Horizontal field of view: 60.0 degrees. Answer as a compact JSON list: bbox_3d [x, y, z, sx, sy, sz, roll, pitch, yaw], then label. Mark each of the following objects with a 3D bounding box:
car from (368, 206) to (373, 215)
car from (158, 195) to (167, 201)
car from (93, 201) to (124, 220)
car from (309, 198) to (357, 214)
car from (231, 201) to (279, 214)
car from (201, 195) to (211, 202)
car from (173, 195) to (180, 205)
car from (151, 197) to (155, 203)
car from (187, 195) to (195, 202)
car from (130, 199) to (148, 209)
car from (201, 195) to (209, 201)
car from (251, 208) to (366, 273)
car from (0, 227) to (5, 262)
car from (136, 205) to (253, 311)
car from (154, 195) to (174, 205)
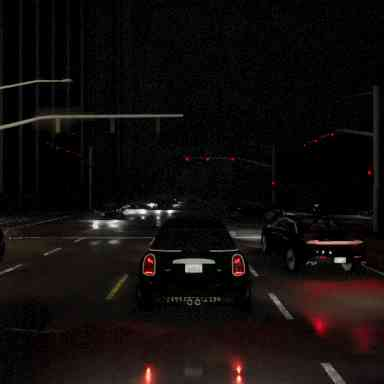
[{"bbox_3d":[19.117,1.560,31.129,4.892,1.490,1.837,0,0,0],"label":"car"},{"bbox_3d":[-7.154,1.360,81.690,1.812,1.442,4.674,0,0,0],"label":"car"},{"bbox_3d":[-7.158,1.556,29.075,1.812,1.442,4.674,0,0,0],"label":"car"},{"bbox_3d":[14.606,1.407,34.682,4.553,1.767,2.097,0,0,2],"label":"car"},{"bbox_3d":[5.318,1.514,28.395,4.902,1.511,2.128,0,0,25],"label":"car"},{"bbox_3d":[3.353,1.500,77.829,1.837,1.490,4.892,0,0,0],"label":"car"},{"bbox_3d":[-3.688,1.352,59.701,2.097,1.767,4.553,0,0,0],"label":"car"},{"bbox_3d":[-7.151,1.601,66.667,1.895,1.301,4.718,0,0,0],"label":"car"},{"bbox_3d":[-0.147,1.478,77.845,1.882,1.535,5.008,0,0,0],"label":"car"},{"bbox_3d":[-7.196,1.601,45.568,1.895,1.301,4.718,0,0,0],"label":"car"},{"bbox_3d":[3.334,1.478,87.928,1.882,1.535,5.008,0,0,0],"label":"car"},{"bbox_3d":[3.599,1.492,10.741,2.128,1.511,4.902,0,0,-3],"label":"car"},{"bbox_3d":[-7.117,1.352,8.903,2.097,1.767,4.553,0,0,0],"label":"car"},{"bbox_3d":[0.042,1.352,7.931,2.097,1.767,4.553,0,0,0],"label":"car"},{"bbox_3d":[-3.516,1.505,42.937,1.837,1.490,4.892,0,0,-3],"label":"car"}]
